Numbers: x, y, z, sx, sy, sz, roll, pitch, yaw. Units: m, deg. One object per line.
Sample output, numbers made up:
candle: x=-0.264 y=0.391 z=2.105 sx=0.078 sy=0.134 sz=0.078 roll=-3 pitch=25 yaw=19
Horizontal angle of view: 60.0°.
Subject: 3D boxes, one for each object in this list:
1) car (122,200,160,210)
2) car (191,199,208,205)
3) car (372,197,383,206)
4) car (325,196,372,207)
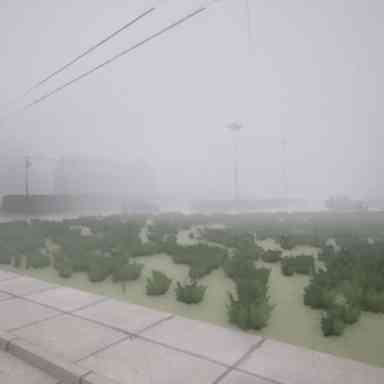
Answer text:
car: x=-6.377 y=1.828 z=41.529 sx=4.892 sy=1.490 sz=1.837 roll=-1 pitch=-2 yaw=-25
car: x=1.823 y=1.825 z=54.890 sx=2.128 sy=1.511 sz=4.902 roll=-1 pitch=0 yaw=36
car: x=30.910 y=1.608 z=57.658 sx=3.905 sy=1.438 sz=1.784 roll=-1 pitch=0 yaw=35
car: x=18.169 y=1.395 z=39.137 sx=4.605 sy=1.855 sz=1.932 roll=-1 pitch=0 yaw=35
